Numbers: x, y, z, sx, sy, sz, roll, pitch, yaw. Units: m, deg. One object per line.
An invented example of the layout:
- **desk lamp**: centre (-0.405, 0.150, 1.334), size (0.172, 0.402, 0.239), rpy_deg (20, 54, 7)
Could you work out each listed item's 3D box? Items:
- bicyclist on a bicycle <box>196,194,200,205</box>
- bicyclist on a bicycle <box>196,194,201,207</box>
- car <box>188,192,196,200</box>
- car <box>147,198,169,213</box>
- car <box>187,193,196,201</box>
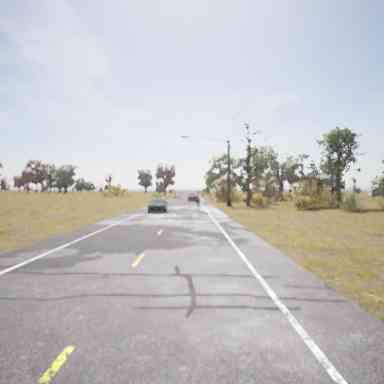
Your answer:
- **bicyclist on a bicycle**: centre (0.957, 1.259, 57.771), size (0.659, 1.776, 1.843), rpy_deg (0, 0, 0)
- **bicyclist on a bicycle**: centre (0.970, 1.342, 48.293), size (0.866, 1.612, 1.509), rpy_deg (0, 0, 0)
- **car**: centre (-0.008, 1.017, 85.884), size (2.097, 1.767, 4.553), rpy_deg (0, 0, 0)
- **car**: centre (-3.594, 1.406, 35.694), size (1.882, 1.535, 5.008), rpy_deg (0, 0, 0)
- **car**: centre (-0.007, 1.357, 74.957), size (1.837, 1.490, 4.892), rpy_deg (0, 0, 0)
